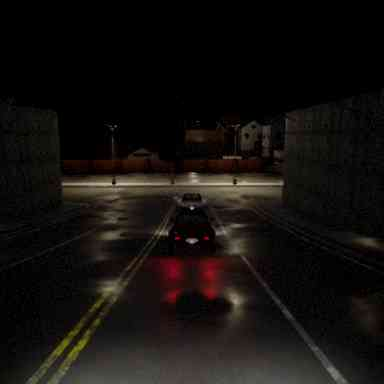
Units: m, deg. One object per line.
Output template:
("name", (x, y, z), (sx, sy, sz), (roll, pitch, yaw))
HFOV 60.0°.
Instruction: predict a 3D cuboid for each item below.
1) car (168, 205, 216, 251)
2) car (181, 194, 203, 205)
("car", (0.002, 1.511, 13.975), (1.812, 1.442, 4.674), (0, 1, 0))
("car", (0.000, 0.817, 28.871), (1.895, 1.301, 4.718), (0, 4, 0))
